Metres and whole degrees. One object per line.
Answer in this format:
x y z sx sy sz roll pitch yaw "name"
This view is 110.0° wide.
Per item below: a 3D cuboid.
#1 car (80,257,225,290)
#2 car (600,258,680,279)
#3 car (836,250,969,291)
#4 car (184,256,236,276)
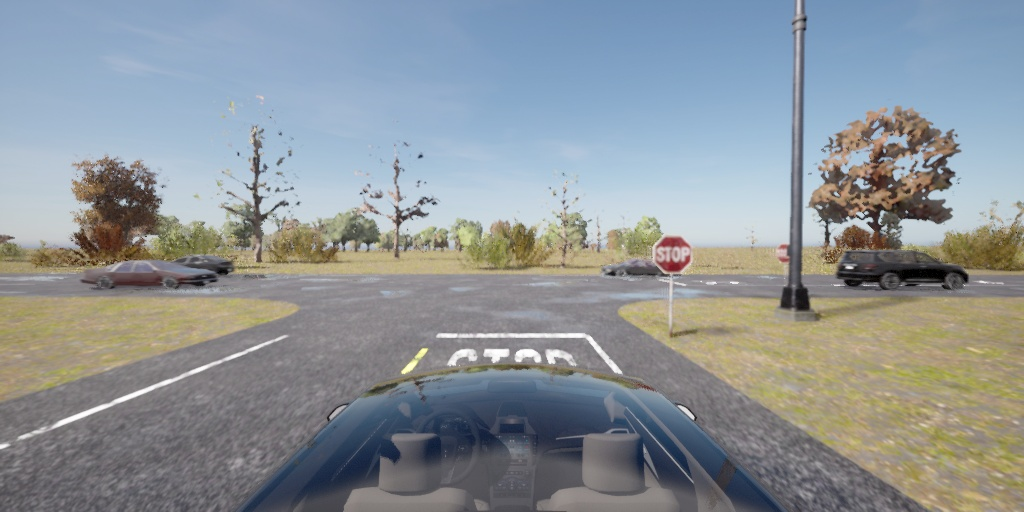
-17.988 0.909 17.904 5.357 1.411 2.033 0 1 -2 "car"
9.158 0.871 25.640 5.357 1.411 2.033 0 1 -2 "car"
20.434 0.708 18.949 5.566 2.045 2.150 0 1 -2 "car"
-21.966 0.715 24.783 4.892 1.490 1.837 0 1 -2 "car"
